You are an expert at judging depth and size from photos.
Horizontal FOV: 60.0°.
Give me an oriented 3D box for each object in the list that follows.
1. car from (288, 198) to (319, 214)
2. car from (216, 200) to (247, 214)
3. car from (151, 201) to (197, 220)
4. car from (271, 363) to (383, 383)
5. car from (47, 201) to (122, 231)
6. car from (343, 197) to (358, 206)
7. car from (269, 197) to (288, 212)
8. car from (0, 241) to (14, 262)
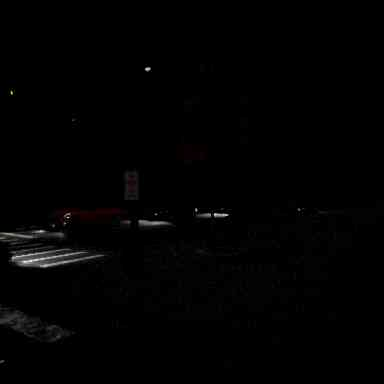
[{"bbox_3d":[12.535,1.575,36.544,1.837,1.490,4.892,0,0,35],"label":"car"},{"bbox_3d":[4.342,1.617,36.553,1.994,1.385,4.181,0,0,36],"label":"car"},{"bbox_3d":[-1.456,1.538,28.375,1.837,1.490,4.892,0,0,35],"label":"car"},{"bbox_3d":[2.222,1.551,1.258,4.403,1.369,2.008,0,0,36],"label":"car"},{"bbox_3d":[-6.688,1.370,20.987,2.097,1.767,4.553,0,0,35],"label":"car"},{"bbox_3d":[27.614,1.632,57.842,2.128,1.511,4.902,0,0,35],"label":"car"},{"bbox_3d":[11.030,1.425,40.041,2.097,1.767,4.553,0,0,35],"label":"car"},{"bbox_3d":[-7.507,1.554,8.241,2.033,1.411,5.357,0,0,35],"label":"car"}]
